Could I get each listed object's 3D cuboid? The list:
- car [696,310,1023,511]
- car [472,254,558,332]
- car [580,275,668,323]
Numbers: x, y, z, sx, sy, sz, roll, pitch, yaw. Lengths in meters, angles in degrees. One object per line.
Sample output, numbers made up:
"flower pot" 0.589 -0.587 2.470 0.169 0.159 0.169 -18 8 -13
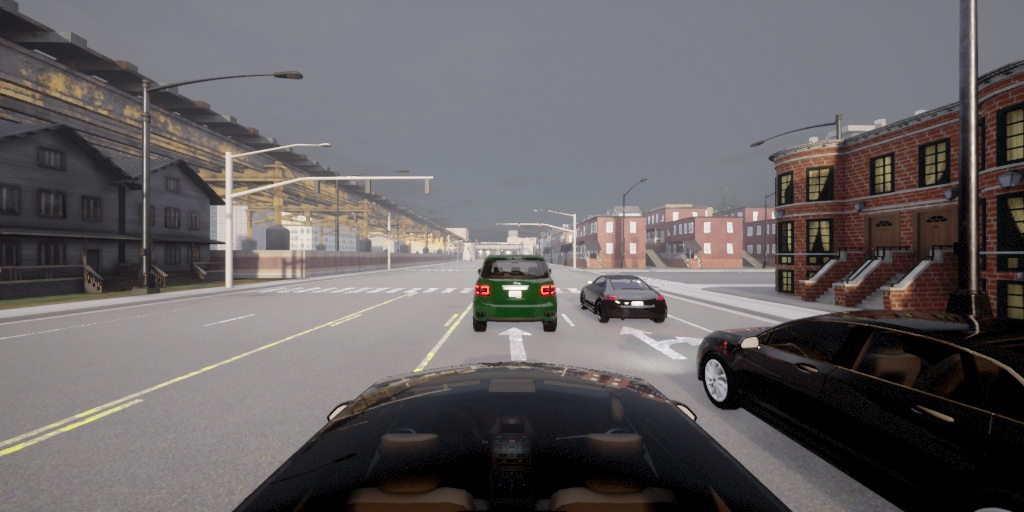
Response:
"car" 3.599 1.255 3.274 1.837 1.490 4.892 0 0 0
"car" 0.084 0.975 11.016 2.150 2.045 5.566 0 0 0
"car" 3.583 1.317 12.186 1.994 1.385 4.181 0 0 1
